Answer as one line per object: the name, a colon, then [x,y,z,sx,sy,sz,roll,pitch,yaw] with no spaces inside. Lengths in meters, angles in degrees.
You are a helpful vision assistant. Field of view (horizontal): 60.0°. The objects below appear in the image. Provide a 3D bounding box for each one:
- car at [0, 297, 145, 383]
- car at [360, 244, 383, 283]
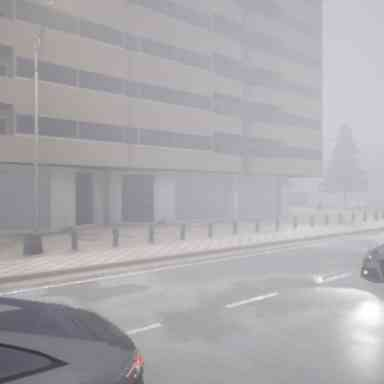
car: [-2.390,1.564,2.274,4.181,1.385,1.994,0,0,-35]
car: [6.088,1.559,8.305,4.181,1.385,1.994,0,0,-35]
